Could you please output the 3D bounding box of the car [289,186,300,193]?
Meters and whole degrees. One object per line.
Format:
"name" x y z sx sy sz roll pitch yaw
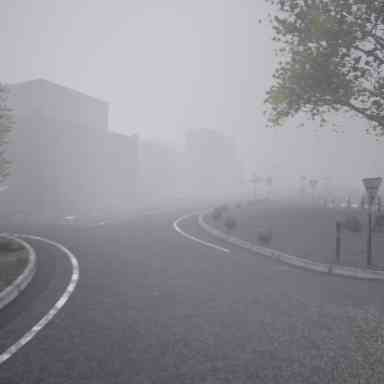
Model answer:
"car" 21.806 -0.506 69.634 1.895 1.301 4.718 1 3 28

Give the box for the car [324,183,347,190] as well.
"car" 37.193 -1.476 86.470 5.366 1.575 1.946 1 3 28

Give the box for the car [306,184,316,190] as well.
"car" 30.928 -1.428 86.537 1.882 1.535 5.008 1 3 28

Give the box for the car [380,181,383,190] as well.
"car" 45.173 -0.995 73.696 5.366 1.575 1.946 1 3 28

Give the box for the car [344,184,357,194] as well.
"car" 29.905 -0.301 62.513 1.994 1.385 4.181 1 3 28

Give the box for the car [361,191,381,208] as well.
"car" 19.380 0.934 36.041 1.895 1.301 4.718 1 2 28

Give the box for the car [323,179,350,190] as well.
"car" 36.002 -1.604 83.918 5.566 2.045 2.435 1 3 28
